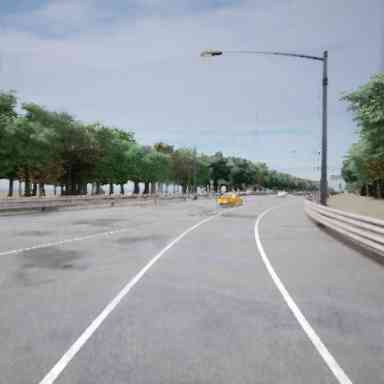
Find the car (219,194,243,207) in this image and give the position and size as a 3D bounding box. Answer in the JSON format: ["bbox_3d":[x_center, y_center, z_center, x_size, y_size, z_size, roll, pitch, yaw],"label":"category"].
[{"bbox_3d":[4.858,0.959,40.961,1.882,1.535,5.008,0,1,24],"label":"car"}]

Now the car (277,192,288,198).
[{"bbox_3d":[20.869,0.619,76.692,1.812,1.442,4.674,0,1,24],"label":"car"}]
